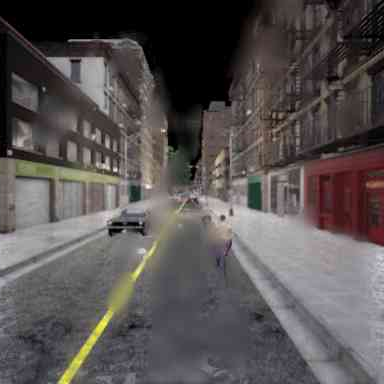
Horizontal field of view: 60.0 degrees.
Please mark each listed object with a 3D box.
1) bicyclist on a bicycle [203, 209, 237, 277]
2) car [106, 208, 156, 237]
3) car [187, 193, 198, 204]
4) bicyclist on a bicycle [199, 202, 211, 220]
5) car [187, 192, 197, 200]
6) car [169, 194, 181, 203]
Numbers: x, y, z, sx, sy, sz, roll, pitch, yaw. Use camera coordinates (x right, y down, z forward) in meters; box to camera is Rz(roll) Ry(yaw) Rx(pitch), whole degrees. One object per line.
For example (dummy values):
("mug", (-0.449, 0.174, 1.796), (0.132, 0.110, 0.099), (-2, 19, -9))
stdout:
("bicyclist on a bicycle", (0.823, 1.396, 9.075), (0.866, 1.612, 1.509), (0, 0, 0))
("car", (-3.096, 1.524, 17.621), (1.895, 1.301, 4.718), (0, 0, 0))
("car", (0.109, 1.265, 57.676), (1.812, 1.442, 4.674), (0, 0, 0))
("bicyclist on a bicycle", (0.811, 1.357, 18.013), (0.866, 1.612, 1.509), (0, 0, 0))
("car", (0.017, 0.993, 78.175), (2.097, 1.767, 4.553), (0, 0, 0))
("car", (-3.015, 1.081, 59.828), (2.097, 1.767, 4.553), (0, 0, 1))
